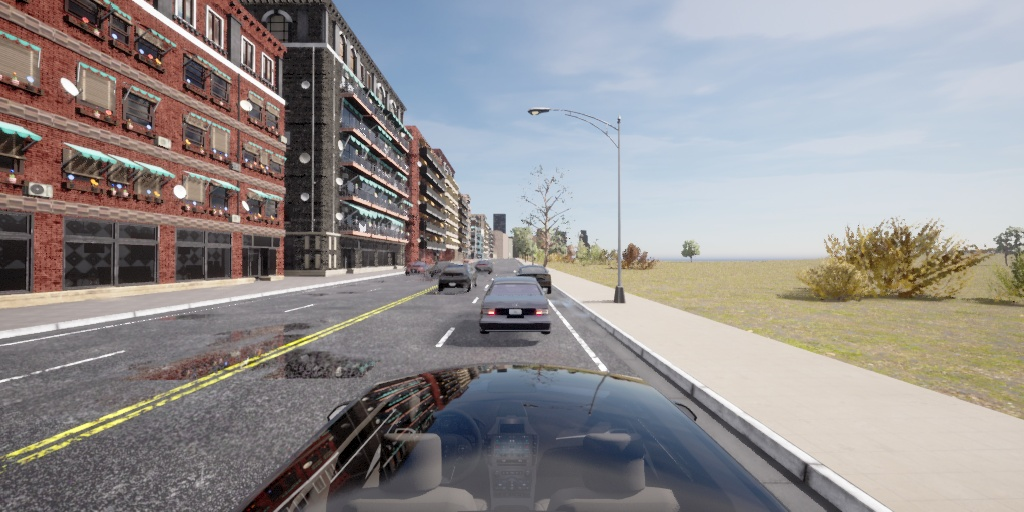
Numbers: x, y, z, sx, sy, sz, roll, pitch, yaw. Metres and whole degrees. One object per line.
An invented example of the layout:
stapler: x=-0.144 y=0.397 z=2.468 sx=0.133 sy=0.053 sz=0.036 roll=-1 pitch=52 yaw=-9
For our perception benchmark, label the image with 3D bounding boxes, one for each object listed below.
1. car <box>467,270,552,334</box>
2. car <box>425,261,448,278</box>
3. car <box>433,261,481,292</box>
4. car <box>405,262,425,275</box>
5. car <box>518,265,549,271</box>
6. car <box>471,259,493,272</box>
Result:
car: x=0.094 y=1.299 z=10.553 sx=2.033 sy=1.411 sz=5.357 roll=0 pitch=0 yaw=0
car: x=-6.632 y=1.257 z=34.617 sx=1.837 sy=1.490 sz=4.892 roll=0 pitch=0 yaw=0
car: x=-3.169 y=1.257 z=21.485 sx=1.837 sy=1.490 sz=4.892 roll=0 pitch=0 yaw=0
car: x=-9.884 y=1.316 z=38.034 sx=1.994 sy=1.385 sz=4.181 roll=0 pitch=0 yaw=0
car: x=1.120 y=1.230 z=20.316 sx=1.882 sy=1.535 sz=5.008 roll=0 pitch=0 yaw=0
car: x=-3.185 y=1.243 z=41.110 sx=2.128 sy=1.511 sz=4.902 roll=0 pitch=0 yaw=0
